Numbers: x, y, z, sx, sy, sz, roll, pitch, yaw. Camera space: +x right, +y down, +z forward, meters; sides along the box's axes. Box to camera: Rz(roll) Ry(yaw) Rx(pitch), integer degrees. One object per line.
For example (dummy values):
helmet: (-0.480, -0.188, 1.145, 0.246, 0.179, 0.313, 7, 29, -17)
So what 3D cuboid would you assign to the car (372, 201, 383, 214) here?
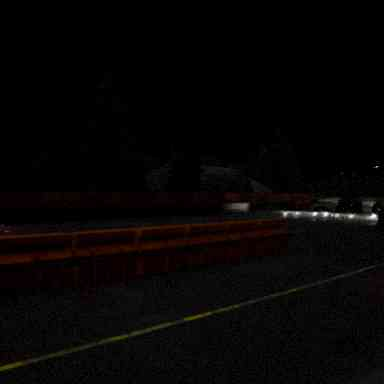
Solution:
car: (23.628, 1.879, 41.137, 2.128, 1.511, 4.902, 0, -1, 39)

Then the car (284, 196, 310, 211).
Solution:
car: (15.002, 1.606, 47.141, 2.150, 2.045, 5.566, 0, 0, 39)

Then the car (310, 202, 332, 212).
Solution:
car: (18.360, 1.993, 45.732, 1.895, 1.301, 4.718, 0, -1, 39)

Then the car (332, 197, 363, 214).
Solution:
car: (20.044, 1.598, 42.249, 2.150, 2.045, 5.566, 0, 0, 39)
